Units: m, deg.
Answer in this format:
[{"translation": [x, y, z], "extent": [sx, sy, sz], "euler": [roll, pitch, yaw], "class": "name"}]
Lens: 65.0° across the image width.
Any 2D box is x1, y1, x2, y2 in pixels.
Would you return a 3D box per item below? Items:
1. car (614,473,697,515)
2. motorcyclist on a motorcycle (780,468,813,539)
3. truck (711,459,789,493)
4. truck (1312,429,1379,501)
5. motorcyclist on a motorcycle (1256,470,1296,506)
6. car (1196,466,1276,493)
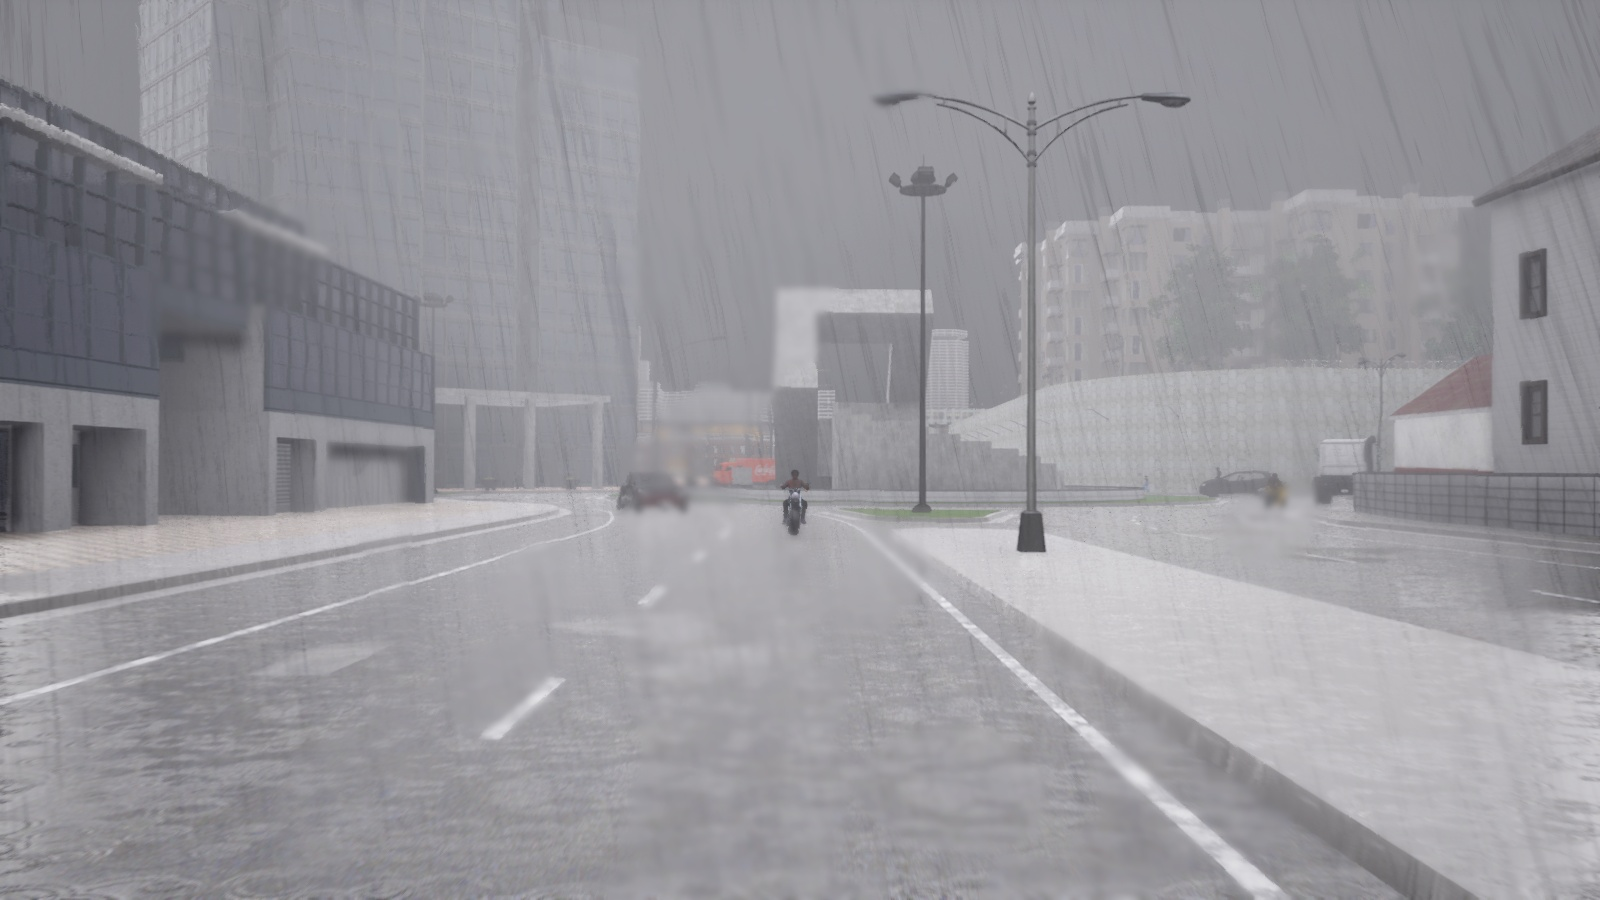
[{"translation": [-5.531, 1.630, 47.371], "extent": [2.163, 1.488, 4.792], "euler": [0, -1, -19], "class": "car"}, {"translation": [-0.104, 1.282, 30.844], "extent": [0.766, 1.649, 2.350], "euler": [0, -1, -1], "class": "motorcyclist on a motorcycle"}, {"translation": [-3.750, 1.909, 93.559], "extent": [5.204, 2.467, 2.627], "euler": [0, -1, -23], "class": "truck"}, {"translation": [28.111, 0.801, 64.571], "extent": [2.891, 3.462, 7.936], "euler": [-1, -1, 25], "class": "truck"}, {"translation": [20.545, 1.622, 54.194], "extent": [2.044, 1.523, 0.797], "euler": [0, -1, -44], "class": "motorcyclist on a motorcycle"}, {"translation": [27.544, 1.877, 79.334], "extent": [4.611, 1.667, 2.242], "euler": [-1, -1, 24], "class": "car"}]
